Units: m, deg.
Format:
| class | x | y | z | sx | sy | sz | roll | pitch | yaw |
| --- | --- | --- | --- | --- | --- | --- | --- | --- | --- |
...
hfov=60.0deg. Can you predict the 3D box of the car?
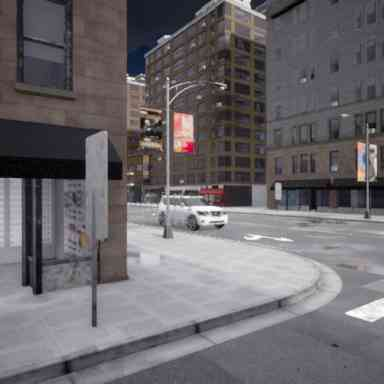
| class | x | y | z | sx | sy | sz | roll | pitch | yaw |
| --- | --- | --- | --- | --- | --- | --- | --- | --- | --- |
| car | -0.158 | 1.231 | 21.276 | 2.150 | 2.045 | 5.566 | 0 | 0 | -36 |
